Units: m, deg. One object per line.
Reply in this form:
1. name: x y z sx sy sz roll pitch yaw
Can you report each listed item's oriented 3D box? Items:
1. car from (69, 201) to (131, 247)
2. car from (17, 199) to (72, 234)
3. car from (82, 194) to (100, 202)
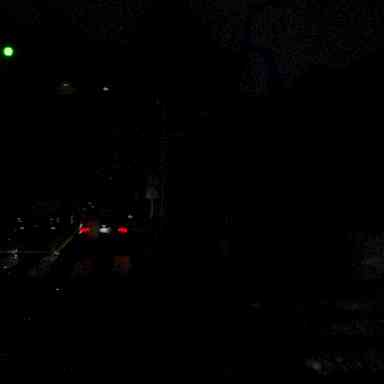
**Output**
1. car: -3.477 1.295 13.568 2.033 1.411 5.357 2 0 -12
2. car: -7.128 1.101 16.514 1.882 1.535 5.008 2 1 -13
3. car: -12.495 0.928 41.497 2.033 1.411 5.357 2 0 -12
